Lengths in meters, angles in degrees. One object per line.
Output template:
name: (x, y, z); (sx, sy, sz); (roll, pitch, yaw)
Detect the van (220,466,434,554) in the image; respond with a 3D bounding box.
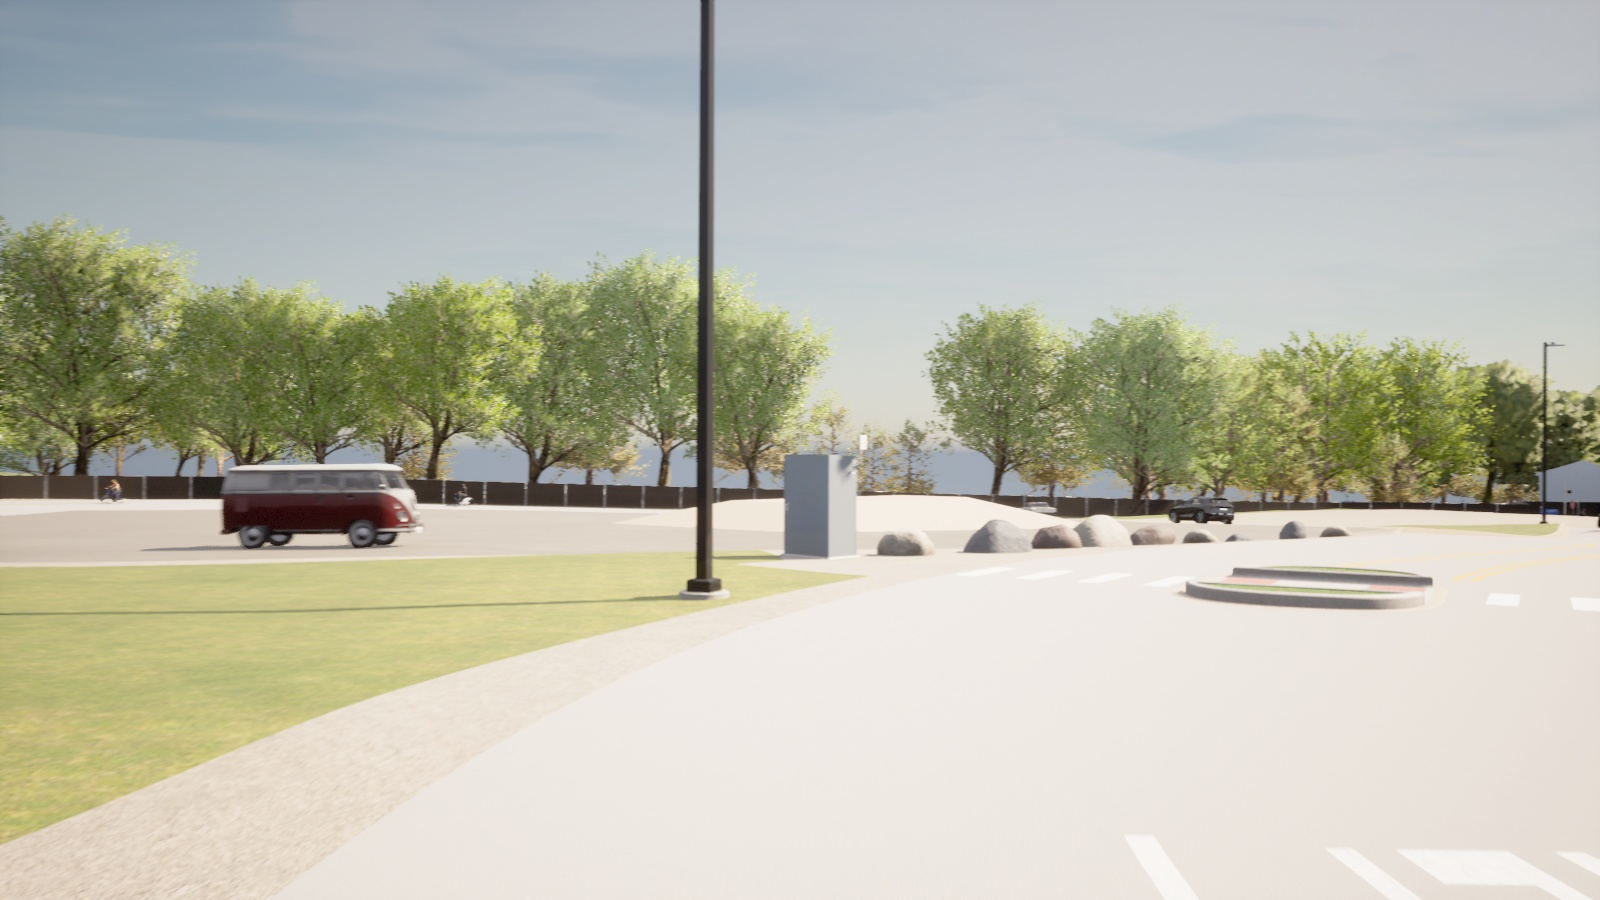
van: (-11.215, 1.415, 29.958); (4.442, 1.987, 1.775); (-1, -2, 0)

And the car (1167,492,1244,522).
car: (23.806, 3.367, 73.977); (2.033, 1.649, 4.856); (2, -3, -14)

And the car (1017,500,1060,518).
car: (17.648, 4.384, 93.146); (1.895, 1.301, 4.718); (-1, -3, -6)
